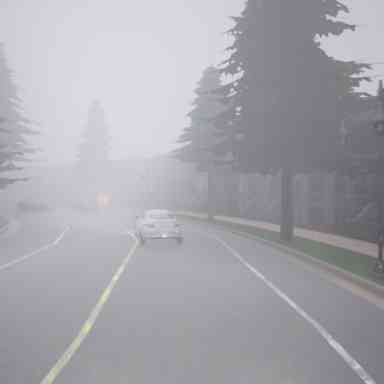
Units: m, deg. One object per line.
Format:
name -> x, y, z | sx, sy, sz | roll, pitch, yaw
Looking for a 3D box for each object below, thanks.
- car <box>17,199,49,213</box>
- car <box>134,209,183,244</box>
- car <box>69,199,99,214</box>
car -> -17.545, 1.485, 36.627 | 5.008, 1.535, 1.882 | 0, 0, 44
car -> -1.662, 1.529, 15.752 | 1.812, 1.442, 4.674 | 0, 0, -14
car -> -11.503, 1.498, 35.378 | 2.128, 1.511, 4.902 | 0, 0, -38
